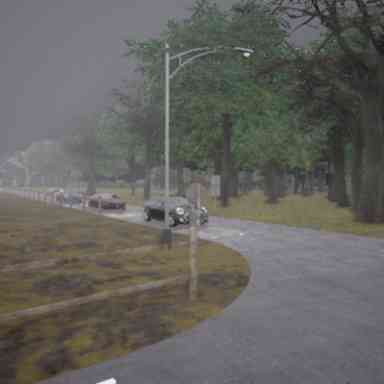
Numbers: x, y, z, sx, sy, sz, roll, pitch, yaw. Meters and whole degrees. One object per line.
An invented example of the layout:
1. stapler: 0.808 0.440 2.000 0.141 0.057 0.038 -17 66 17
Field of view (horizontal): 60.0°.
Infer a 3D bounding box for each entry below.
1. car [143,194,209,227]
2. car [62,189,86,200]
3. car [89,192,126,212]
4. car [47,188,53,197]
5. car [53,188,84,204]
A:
1. car: -1.022 0.936 19.223 2.097 1.767 4.553 0 1 -35
2. car: -16.900 0.318 47.534 2.128 1.511 4.902 0 2 -34
3. car: -7.254 0.809 28.291 1.882 1.535 5.008 0 1 -34
4. car: -23.767 0.050 57.517 1.837 1.490 4.892 0 2 -34
5. car: -14.024 0.409 38.170 2.097 1.767 4.553 0 1 -34
